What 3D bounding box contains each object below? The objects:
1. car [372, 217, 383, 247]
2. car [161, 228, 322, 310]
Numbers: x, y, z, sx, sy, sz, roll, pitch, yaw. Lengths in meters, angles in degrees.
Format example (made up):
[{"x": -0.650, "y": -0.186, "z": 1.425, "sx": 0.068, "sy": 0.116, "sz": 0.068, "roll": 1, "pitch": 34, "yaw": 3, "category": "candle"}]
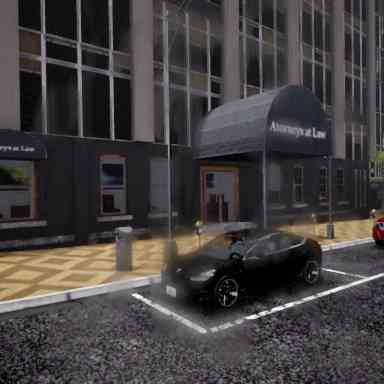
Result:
[{"x": 9.605, "y": 1.310, "z": 14.014, "sx": 5.009, "sy": 1.841, "sz": 2.192, "roll": 0, "pitch": -1, "yaw": -37, "category": "car"}, {"x": 1.329, "y": 1.564, "z": 7.812, "sx": 4.313, "sy": 1.339, "sz": 1.947, "roll": 0, "pitch": -1, "yaw": -37, "category": "car"}]
